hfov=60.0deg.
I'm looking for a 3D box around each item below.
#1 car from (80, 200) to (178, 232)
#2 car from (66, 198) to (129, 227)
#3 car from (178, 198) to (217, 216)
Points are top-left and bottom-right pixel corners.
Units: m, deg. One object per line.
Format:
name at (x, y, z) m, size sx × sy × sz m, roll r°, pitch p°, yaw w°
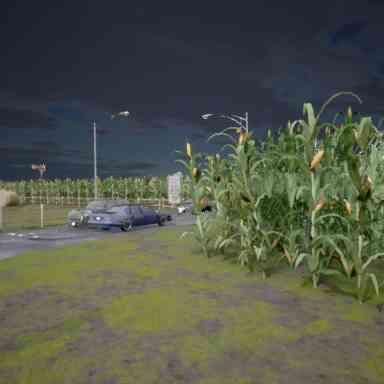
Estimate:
car at (-3.380, 1.382, 19.117) m, size 2.033 × 1.411 × 5.357 m, roll -1°, pitch 0°, yaw 35°
car at (-5.564, 1.228, 20.978) m, size 2.097 × 1.767 × 4.553 m, roll -1°, pitch 0°, yaw 35°
car at (0.428, 1.264, 29.662) m, size 2.128 × 1.511 × 4.902 m, roll -1°, pitch 0°, yaw 35°
